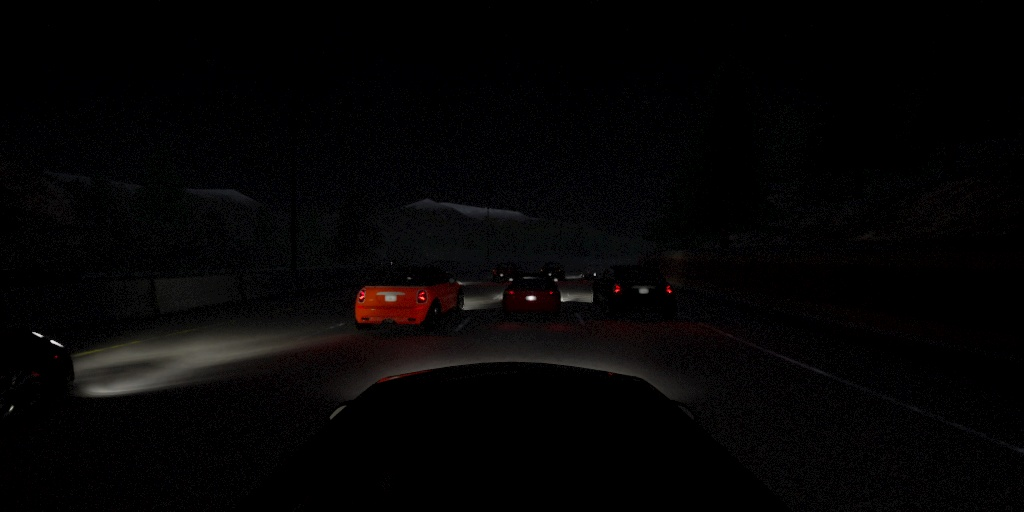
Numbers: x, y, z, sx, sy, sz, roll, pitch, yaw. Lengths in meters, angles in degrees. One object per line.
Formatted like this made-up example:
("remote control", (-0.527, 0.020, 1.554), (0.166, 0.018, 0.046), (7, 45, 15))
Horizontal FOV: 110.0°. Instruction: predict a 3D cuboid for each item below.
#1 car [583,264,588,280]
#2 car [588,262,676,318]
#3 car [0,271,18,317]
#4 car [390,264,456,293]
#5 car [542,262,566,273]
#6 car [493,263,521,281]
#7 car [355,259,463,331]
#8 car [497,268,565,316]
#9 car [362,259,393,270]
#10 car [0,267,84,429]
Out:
("car", (7.310, 1.275, 31.490), (1.812, 1.442, 4.674), (0, 0, 13))
("car", (4.282, 1.106, 13.271), (2.097, 1.767, 4.553), (0, 0, 5))
("car", (-17.269, 1.217, 9.482), (1.812, 1.442, 4.674), (0, 0, 4))
("car", (-5.257, 1.266, 22.028), (2.033, 1.411, 5.357), (0, 0, 9))
("car", (3.505, 1.264, 30.534), (1.812, 1.442, 4.674), (0, 0, 13))
("car", (-0.313, 1.253, 29.448), (1.812, 1.442, 4.674), (0, 0, 12))
("car", (-2.920, 1.086, 11.172), (2.097, 1.767, 4.553), (0, 0, 4))
("car", (0.784, 1.307, 13.409), (1.994, 1.385, 4.181), (0, 0, 5))
("car", (-19.587, 1.215, 52.378), (1.994, 1.385, 4.181), (0, 0, 18))
("car", (-6.786, 1.081, 2.752), (2.097, 1.767, 4.553), (0, 0, 1))
